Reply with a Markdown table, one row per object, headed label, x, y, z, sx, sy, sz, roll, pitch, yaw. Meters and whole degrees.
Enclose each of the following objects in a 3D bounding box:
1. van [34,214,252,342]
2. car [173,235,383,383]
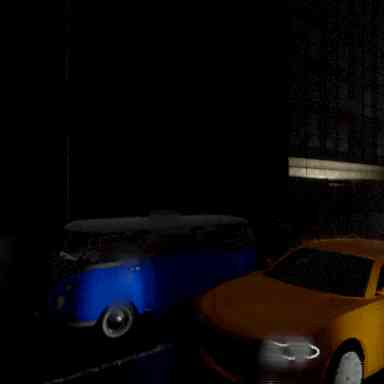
| label | x | y | z | sx | sy | sz | roll | pitch | yaw |
| --- | --- | --- | --- | --- | --- | --- | --- | --- | --- |
| van | -0.618 | 1.351 | 6.211 | 3.998 | 1.788 | 1.690 | 0 | 0 | -36 |
| car | 2.365 | 1.493 | 5.070 | 5.008 | 1.535 | 1.882 | 0 | 0 | -36 |
